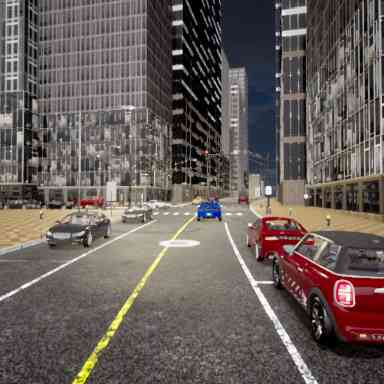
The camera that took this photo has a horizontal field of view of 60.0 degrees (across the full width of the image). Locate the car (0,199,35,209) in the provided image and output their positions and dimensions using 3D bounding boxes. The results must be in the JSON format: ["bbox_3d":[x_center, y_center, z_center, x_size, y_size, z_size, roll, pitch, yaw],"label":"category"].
[{"bbox_3d":[-22.402,1.651,43.217,4.403,1.369,2.008,0,-1,13],"label":"car"}]

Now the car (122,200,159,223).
[{"bbox_3d":[-4.130,1.572,25.665,2.008,1.369,4.403,1,0,5],"label":"car"}]

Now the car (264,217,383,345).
[{"bbox_3d":[2.814,1.441,6.327,1.967,1.590,4.097,1,0,2],"label":"car"}]

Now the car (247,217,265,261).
[{"bbox_3d":[3.006,1.546,11.967,1.887,1.381,4.507,1,0,3],"label":"car"}]

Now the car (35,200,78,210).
[{"bbox_3d":[-16.961,1.635,41.927,4.313,1.339,1.947,0,-1,13],"label":"car"}]

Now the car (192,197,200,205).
[{"bbox_3d":[1.158,1.638,62.528,1.752,1.417,4.829,1,0,12],"label":"car"}]

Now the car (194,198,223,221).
[{"bbox_3d":[1.478,1.493,27.134,1.882,1.535,5.008,0,0,5],"label":"car"}]

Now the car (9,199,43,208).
[{"bbox_3d":[-26.037,1.831,52.177,4.403,1.369,2.008,0,-1,13],"label":"car"}]

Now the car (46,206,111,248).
[{"bbox_3d":[-4.881,1.560,14.875,2.008,1.369,4.403,1,0,3],"label":"car"}]

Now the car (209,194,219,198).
[{"bbox_3d":[5.152,1.488,78.767,2.192,1.841,5.009,1,0,14],"label":"car"}]

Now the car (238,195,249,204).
[{"bbox_3d":[10.075,1.408,65.083,2.192,1.841,5.009,1,0,13],"label":"car"}]

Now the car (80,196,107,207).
[{"bbox_3d":[-15.150,1.533,49.599,5.009,1.841,2.192,0,-1,13],"label":"car"}]

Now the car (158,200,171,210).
[{"bbox_3d":[-5.193,1.697,43.933,4.718,1.301,1.895,-1,-1,30],"label":"car"}]
